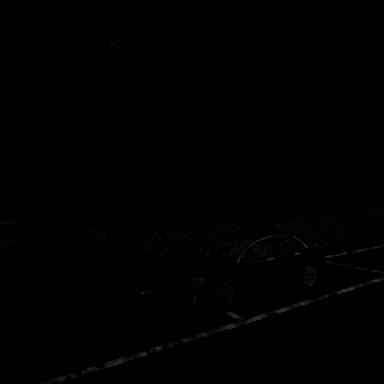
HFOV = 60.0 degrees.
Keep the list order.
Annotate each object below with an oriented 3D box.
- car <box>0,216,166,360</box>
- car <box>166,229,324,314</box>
[{"bbox_3d":[-3.104,1.314,4.431,5.009,1.841,2.192,0,0,-35],"label":"car"},{"bbox_3d":[1.201,1.551,7.503,4.403,1.369,2.008,0,0,-35],"label":"car"}]
